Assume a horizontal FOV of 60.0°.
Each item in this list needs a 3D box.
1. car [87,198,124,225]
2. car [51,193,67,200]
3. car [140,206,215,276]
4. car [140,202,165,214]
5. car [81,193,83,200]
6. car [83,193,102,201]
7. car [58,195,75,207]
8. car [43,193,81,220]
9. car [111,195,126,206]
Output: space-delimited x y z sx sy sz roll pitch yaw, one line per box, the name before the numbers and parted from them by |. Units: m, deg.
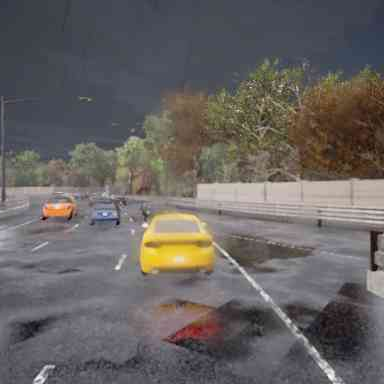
car | -5.907 1.405 22.943 2.033 1.411 5.357 0 0 -12
car | -31.399 1.068 78.616 1.994 1.385 4.181 0 0 -44
car | -0.519 1.414 10.260 1.882 1.535 5.008 0 1 -5
car | -2.955 1.443 25.547 1.895 1.301 4.718 0 0 -13
car | -22.505 0.935 68.067 1.837 1.490 4.892 0 0 -39
car | -12.967 1.216 44.649 2.128 1.511 4.902 0 0 -23
car | -17.571 1.192 46.338 1.882 1.535 5.008 0 0 -25
car | -10.395 1.187 26.481 2.097 1.767 4.553 0 0 -14
car | -10.986 1.205 48.564 1.837 1.490 4.892 0 0 -25
